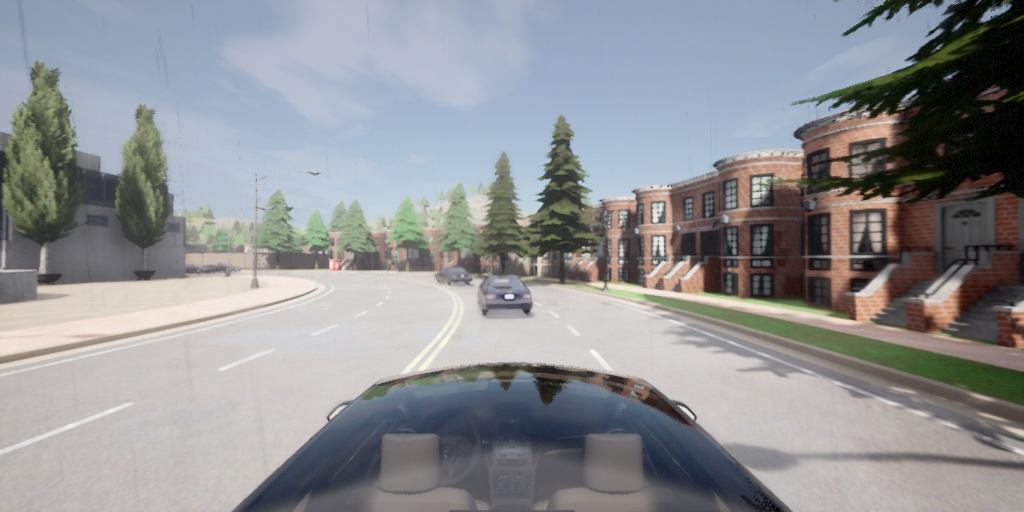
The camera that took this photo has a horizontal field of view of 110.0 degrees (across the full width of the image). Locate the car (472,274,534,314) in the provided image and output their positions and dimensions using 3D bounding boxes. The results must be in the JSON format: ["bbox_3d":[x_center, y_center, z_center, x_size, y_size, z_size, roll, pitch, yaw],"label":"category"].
[{"bbox_3d":[-0.418,1.438,14.525,2.033,1.411,5.357,0,-1,-8],"label":"car"}]

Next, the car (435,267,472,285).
[{"bbox_3d":[-4.860,1.599,29.355,2.033,1.411,5.357,0,-1,-26],"label":"car"}]

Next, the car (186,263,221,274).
[{"bbox_3d":[-43.090,1.808,48.585,5.357,1.411,2.033,0,-1,7],"label":"car"}]
